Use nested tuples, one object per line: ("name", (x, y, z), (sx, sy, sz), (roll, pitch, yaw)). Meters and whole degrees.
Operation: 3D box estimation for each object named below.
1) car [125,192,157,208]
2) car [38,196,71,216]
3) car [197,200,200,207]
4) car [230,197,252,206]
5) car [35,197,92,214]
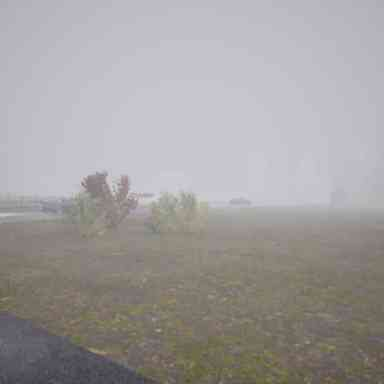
("car", (-6.496, 1.031, 40.129), (2.150, 2.045, 5.566), (0, -1, 36))
("car", (-10.487, 1.181, 28.339), (2.128, 1.511, 4.902), (0, -1, 36))
("car", (-0.652, 1.446, 48.240), (1.812, 1.442, 4.674), (0, -1, 36))
("car", (7.997, 1.517, 54.076), (1.882, 1.535, 5.008), (0, -1, 36))
("car", (-12.282, 1.205, 32.103), (1.837, 1.490, 4.892), (0, 0, 36))
